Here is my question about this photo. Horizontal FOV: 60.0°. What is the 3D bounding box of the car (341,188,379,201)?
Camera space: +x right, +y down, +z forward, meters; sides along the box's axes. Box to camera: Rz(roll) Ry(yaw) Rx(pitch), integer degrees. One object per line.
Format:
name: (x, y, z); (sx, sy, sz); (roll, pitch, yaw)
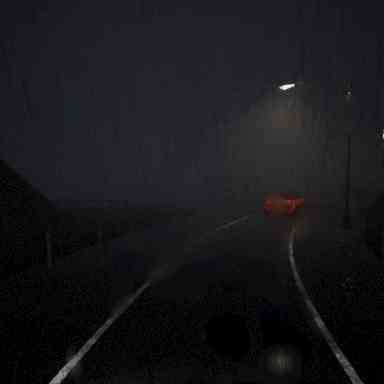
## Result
car: (18.609, 0.229, 36.800); (5.357, 1.411, 2.033); (-2, 4, -38)

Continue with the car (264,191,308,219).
car: (6.434, 0.702, 22.494); (2.097, 1.767, 4.553); (2, 3, 29)
